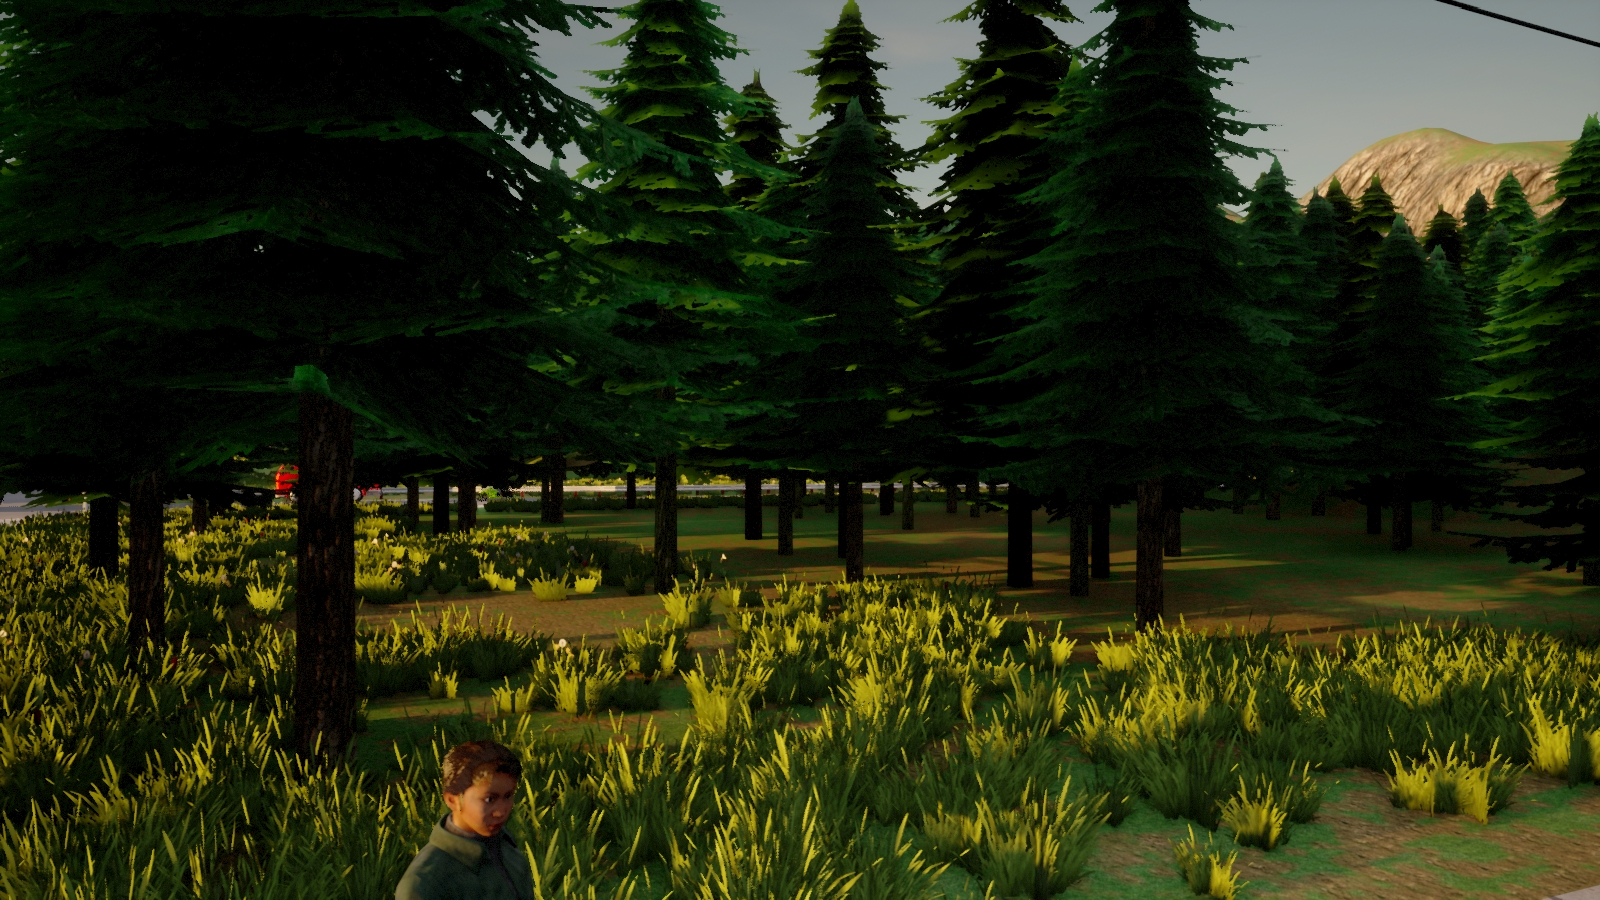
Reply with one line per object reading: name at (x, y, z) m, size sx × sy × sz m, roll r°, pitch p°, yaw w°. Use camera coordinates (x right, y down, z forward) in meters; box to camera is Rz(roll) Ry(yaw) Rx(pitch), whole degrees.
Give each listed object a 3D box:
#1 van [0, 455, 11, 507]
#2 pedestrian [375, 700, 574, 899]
van at (-40.092, 1.525, 54.408) m, size 1.988 × 2.561 × 5.915 m, roll 1°, pitch 0°, yaw -12°
pedestrian at (-0.877, 1.663, 3.115) m, size 0.375 × 1.860 × 0.375 m, roll 0°, pitch 0°, yaw 19°
